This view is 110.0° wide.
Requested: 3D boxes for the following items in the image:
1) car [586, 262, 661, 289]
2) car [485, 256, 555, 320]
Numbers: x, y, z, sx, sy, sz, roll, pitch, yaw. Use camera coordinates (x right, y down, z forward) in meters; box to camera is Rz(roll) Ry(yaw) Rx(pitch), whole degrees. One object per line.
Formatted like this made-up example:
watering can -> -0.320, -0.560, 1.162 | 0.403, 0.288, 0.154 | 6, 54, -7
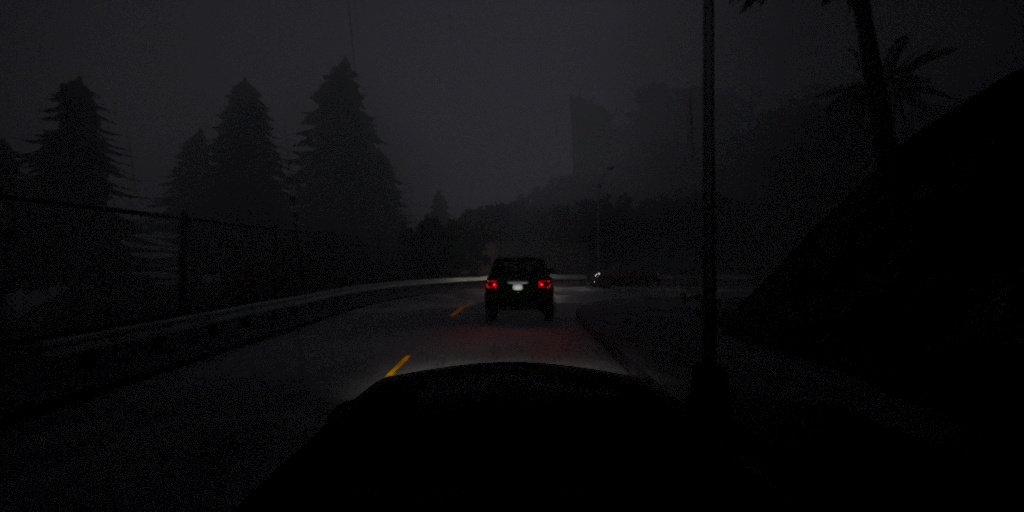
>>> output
car -> 7.191, 1.214, 23.477 | 4.553, 1.767, 2.097 | 0, 0, -4
car -> 0.397, 1.030, 13.126 | 2.150, 2.045, 5.566 | 0, 0, 5
